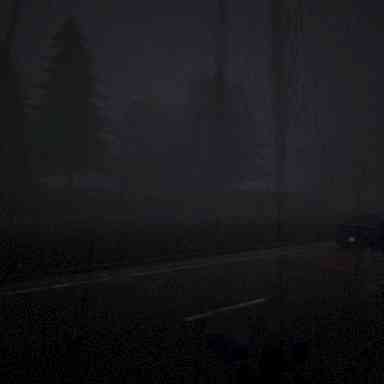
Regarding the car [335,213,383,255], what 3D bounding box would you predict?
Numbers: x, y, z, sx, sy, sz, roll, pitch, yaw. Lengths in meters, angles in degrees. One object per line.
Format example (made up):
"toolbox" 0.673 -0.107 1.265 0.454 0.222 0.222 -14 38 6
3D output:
"car" 8.004 1.635 13.854 5.008 1.535 1.882 0 0 -35
